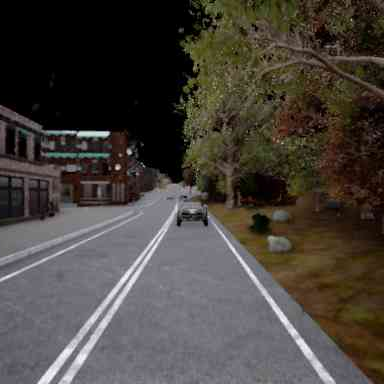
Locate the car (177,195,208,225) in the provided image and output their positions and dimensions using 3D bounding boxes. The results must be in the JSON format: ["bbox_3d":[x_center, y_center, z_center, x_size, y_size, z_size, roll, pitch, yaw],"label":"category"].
[{"bbox_3d":[-0.003,1.345,24.136,2.097,1.767,4.553,0,0,-1],"label":"car"}]

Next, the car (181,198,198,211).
[{"bbox_3d":[-0.337,1.505,42.368,2.033,1.411,5.357,0,0,-2],"label":"car"}]

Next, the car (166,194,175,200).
[{"bbox_3d":[-5.119,1.150,78.066,1.837,1.490,4.892,0,1,-3],"label":"car"}]

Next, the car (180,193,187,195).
[{"bbox_3d":[-2.054,1.005,81.722,1.895,1.301,4.718,0,1,-3],"label":"car"}]
